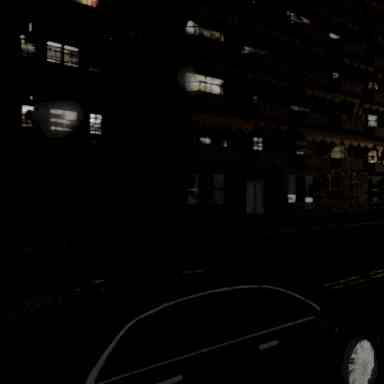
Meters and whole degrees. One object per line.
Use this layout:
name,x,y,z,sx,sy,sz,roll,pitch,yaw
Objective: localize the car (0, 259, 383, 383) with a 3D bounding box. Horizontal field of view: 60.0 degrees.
car,0.111,1.497,3.479,4.892,1.490,1.837,-1,0,-35
